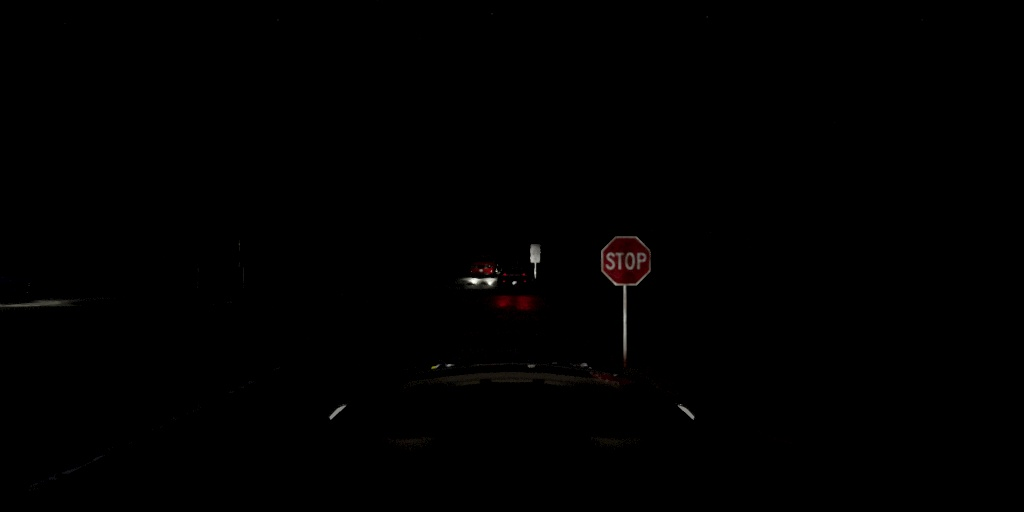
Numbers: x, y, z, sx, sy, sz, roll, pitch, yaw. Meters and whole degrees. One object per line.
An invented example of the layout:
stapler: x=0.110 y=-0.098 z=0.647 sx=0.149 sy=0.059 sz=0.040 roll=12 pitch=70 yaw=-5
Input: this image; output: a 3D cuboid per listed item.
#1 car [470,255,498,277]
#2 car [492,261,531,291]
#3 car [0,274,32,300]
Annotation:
car: x=-2.781 y=0.946 z=34.949 sx=2.150 sy=2.045 sz=5.566 roll=0 pitch=0 yaw=0
car: x=0.136 y=1.228 z=21.643 sx=2.128 sy=1.511 sz=4.902 roll=0 pitch=0 yaw=0
car: x=-23.491 y=1.175 z=15.047 sx=5.008 sy=1.535 sz=1.882 roll=0 pitch=-1 yaw=-2
